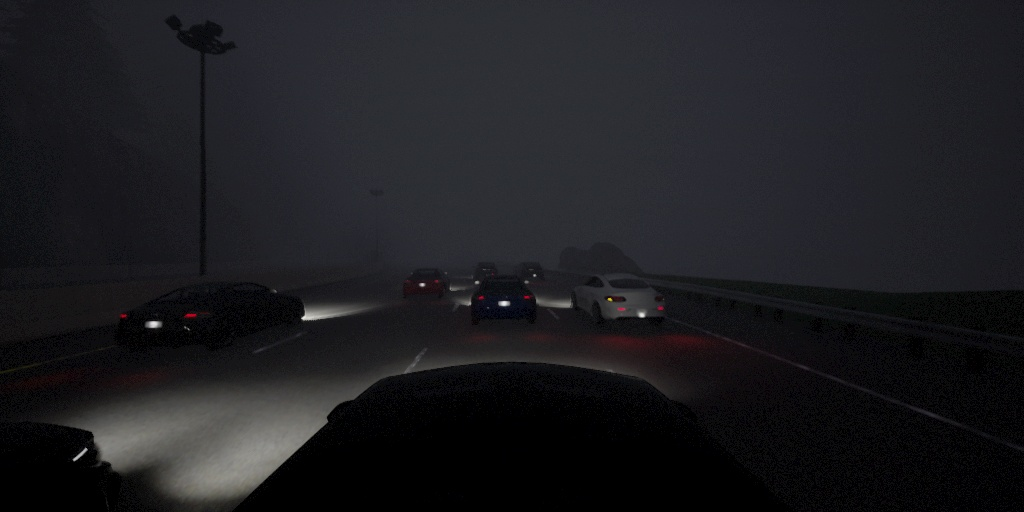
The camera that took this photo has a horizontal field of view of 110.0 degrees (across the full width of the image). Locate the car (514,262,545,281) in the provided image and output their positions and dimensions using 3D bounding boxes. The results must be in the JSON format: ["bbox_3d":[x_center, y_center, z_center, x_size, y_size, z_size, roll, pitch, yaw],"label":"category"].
[{"bbox_3d":[1.373,1.224,29.572,1.837,1.490,4.892,0,0,-8],"label":"car"}]

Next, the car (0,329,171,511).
[{"bbox_3d":[-3.473,1.286,0.336,1.812,1.442,4.674,0,0,0],"label":"car"}]

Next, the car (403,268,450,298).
[{"bbox_3d":[-4.345,1.308,18.632,1.994,1.385,4.181,0,0,-5],"label":"car"}]

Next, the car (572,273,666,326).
[{"bbox_3d":[3.216,1.258,11.488,1.812,1.442,4.674,0,0,-3],"label":"car"}]

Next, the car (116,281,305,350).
[{"bbox_3d":[-7.177,1.324,9.098,1.994,1.385,4.181,0,0,-3],"label":"car"}]

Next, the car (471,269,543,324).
[{"bbox_3d":[-0.321,1.305,12.059,1.994,1.385,4.181,0,0,-3],"label":"car"}]

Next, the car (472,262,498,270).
[{"bbox_3d":[-2.225,1.233,29.968,1.837,1.490,4.892,0,0,-9],"label":"car"}]
